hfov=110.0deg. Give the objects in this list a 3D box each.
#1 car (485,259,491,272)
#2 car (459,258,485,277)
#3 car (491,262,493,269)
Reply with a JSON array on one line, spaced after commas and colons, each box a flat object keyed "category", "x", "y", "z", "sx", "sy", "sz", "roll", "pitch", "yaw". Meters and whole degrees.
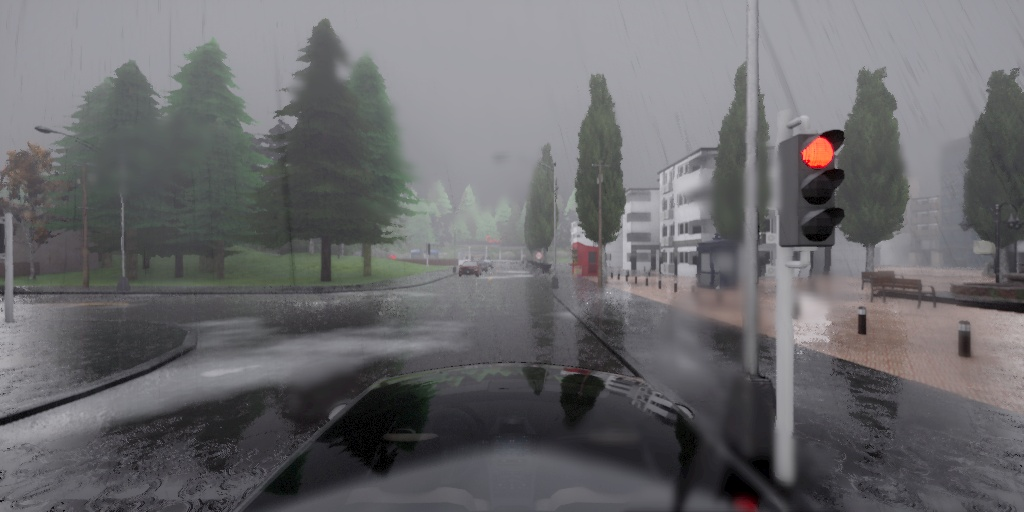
[{"category": "car", "x": -4.081, "y": 1.294, "z": 45.648, "sx": 1.994, "sy": 1.385, "sz": 4.181, "roll": 0, "pitch": 0, "yaw": 0}, {"category": "car", "x": -4.095, "y": 1.213, "z": 35.728, "sx": 1.882, "sy": 1.535, "sz": 5.008, "roll": 0, "pitch": 0, "yaw": 0}, {"category": "car", "x": -4.030, "y": 1.251, "z": 56.951, "sx": 1.812, "sy": 1.442, "sz": 4.674, "roll": 0, "pitch": 0, "yaw": 1}]
